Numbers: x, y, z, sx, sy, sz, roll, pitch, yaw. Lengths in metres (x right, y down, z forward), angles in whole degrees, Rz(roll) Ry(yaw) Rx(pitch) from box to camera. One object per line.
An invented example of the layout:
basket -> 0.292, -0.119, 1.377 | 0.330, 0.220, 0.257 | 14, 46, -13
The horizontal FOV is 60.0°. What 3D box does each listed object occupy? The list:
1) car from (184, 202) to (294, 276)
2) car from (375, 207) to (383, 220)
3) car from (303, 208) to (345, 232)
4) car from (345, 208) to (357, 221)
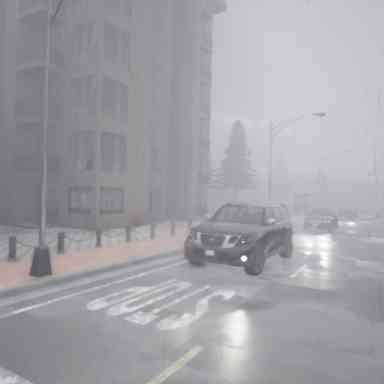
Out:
car -> 1.905, 1.375, 11.479 | 2.150, 2.045, 5.566 | 1, -1, 31
car -> 22.860, 2.503, 39.539 | 2.128, 1.511, 4.902 | 1, -1, 30
car -> 9.445, 1.977, 24.156 | 2.128, 1.511, 4.902 | 1, -1, 31
car -> 17.240, 2.429, 37.123 | 1.895, 1.301, 4.718 | 1, -1, 31
